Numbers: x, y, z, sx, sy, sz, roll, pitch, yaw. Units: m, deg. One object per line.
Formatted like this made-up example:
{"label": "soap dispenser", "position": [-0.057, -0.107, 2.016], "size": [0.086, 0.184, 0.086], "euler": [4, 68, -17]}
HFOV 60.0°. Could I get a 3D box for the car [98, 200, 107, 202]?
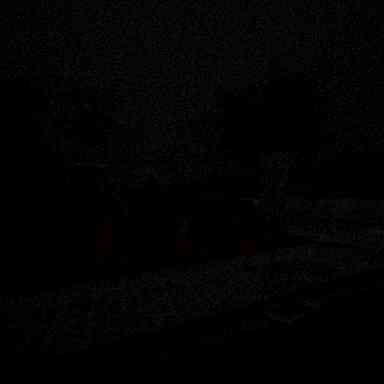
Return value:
{"label": "car", "position": [-13.873, 1.957, 50.979], "size": [1.882, 1.535, 5.008], "euler": [1, -2, -42]}
